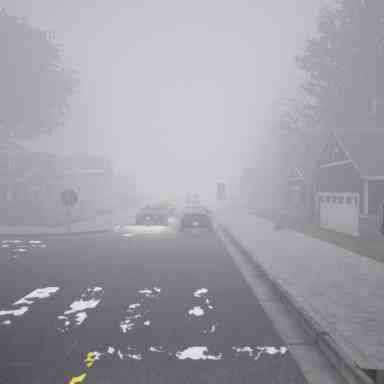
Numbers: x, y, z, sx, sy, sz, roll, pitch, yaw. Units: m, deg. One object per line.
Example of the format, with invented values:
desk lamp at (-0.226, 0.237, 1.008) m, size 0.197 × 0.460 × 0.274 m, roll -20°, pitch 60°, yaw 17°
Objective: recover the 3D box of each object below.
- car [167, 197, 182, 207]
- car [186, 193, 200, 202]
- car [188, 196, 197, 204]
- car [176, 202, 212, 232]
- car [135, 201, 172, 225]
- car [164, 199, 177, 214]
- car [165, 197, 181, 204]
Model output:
car at (-2.775, 1.544, 52.907) m, size 2.128 × 1.511 × 4.902 m, roll 0°, pitch 0°, yaw 0°
car at (0.139, 1.266, 53.668) m, size 2.150 × 2.045 × 5.566 m, roll 0°, pitch -1°, yaw 0°
car at (0.149, 1.580, 69.268) m, size 1.882 × 1.535 × 5.008 m, roll 0°, pitch 0°, yaw 0°
car at (0.230, 1.539, 20.077) m, size 1.812 × 1.442 × 4.674 m, roll 0°, pitch 0°, yaw 1°
car at (-2.850, 1.580, 24.334) m, size 1.994 × 1.385 × 4.181 m, roll 0°, pitch 0°, yaw 3°
car at (-2.824, 1.623, 33.305) m, size 1.895 × 1.301 × 4.718 m, roll 0°, pitch 0°, yaw 0°
car at (-2.820, 1.510, 42.468) m, size 1.882 × 1.535 × 5.008 m, roll 0°, pitch 0°, yaw 0°
